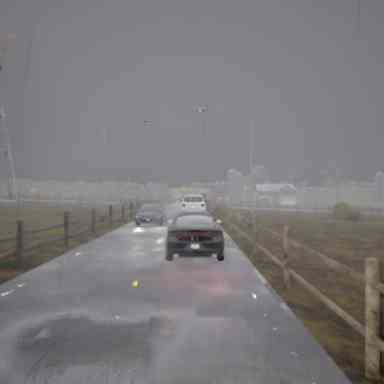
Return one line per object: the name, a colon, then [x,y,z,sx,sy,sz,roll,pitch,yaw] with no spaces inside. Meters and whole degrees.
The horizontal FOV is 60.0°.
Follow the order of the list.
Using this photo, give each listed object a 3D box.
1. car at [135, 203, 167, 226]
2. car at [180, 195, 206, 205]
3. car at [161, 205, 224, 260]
car: [-2.836,1.541,23.657,1.837,1.490,4.892,0,0,0]
car: [0.114,1.295,30.504,2.150,2.045,5.566,0,-1,0]
car: [0.102,1.481,12.447,1.882,1.535,5.008,0,0,0]
